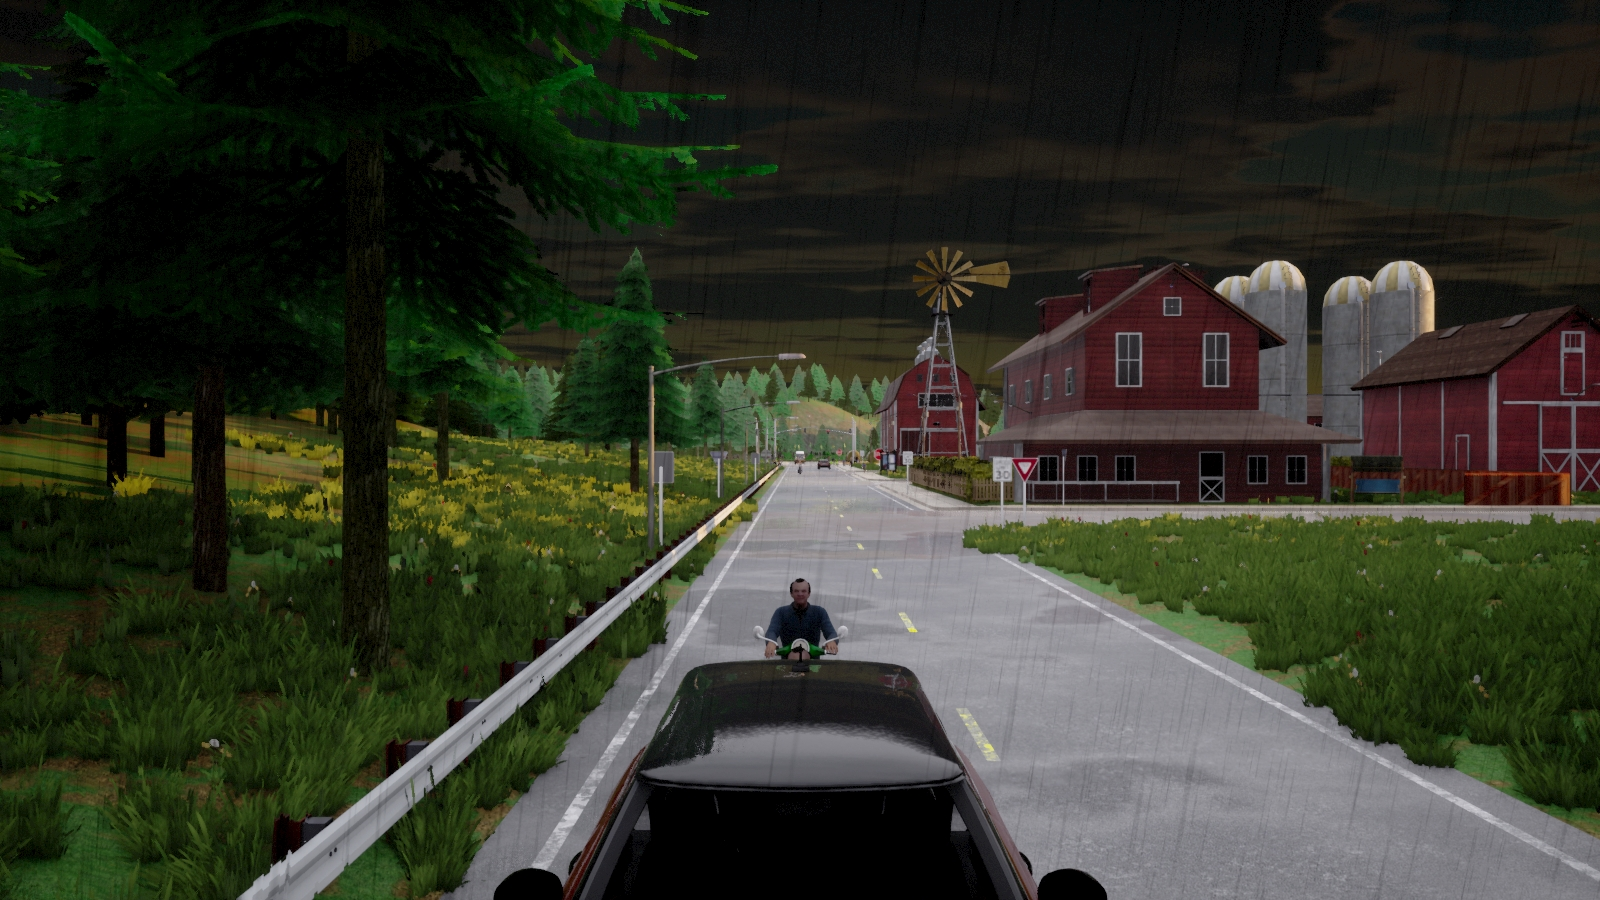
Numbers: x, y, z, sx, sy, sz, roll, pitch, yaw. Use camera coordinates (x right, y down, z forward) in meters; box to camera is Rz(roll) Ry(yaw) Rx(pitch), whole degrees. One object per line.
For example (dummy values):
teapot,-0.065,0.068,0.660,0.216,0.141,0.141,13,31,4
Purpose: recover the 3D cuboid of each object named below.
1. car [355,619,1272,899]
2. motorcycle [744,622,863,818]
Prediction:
car,0.032,1.899,4.503,2.097,1.767,4.553,0,0,0
motorcycle,0.025,2.229,9.842,0.867,1.251,2.209,-2,-3,0
